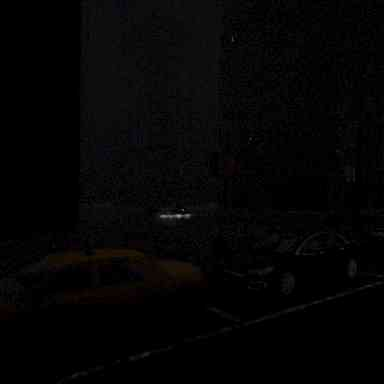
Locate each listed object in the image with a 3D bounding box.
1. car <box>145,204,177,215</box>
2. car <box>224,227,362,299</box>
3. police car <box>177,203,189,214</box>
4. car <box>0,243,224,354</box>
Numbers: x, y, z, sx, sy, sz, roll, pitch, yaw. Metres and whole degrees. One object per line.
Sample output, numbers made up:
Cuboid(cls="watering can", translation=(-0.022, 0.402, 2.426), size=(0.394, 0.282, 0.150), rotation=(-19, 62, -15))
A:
Cuboid(cls="car", translation=(-4.759, 2.538, 47.501), size=(2.033, 1.411, 5.357), rotation=(1, -1, -36))
Cuboid(cls="car", translation=(2.679, 1.619, 8.564), size=(4.403, 1.369, 2.008), rotation=(1, 0, -36))
Cuboid(cls="police car", translation=(-2.349, 2.530, 49.850), size=(2.038, 1.542, 4.974), rotation=(1, -1, -36))
Cuboid(cls="car", translation=(-1.946, 1.538, 5.262), size=(4.829, 1.417, 1.752), rotation=(1, 0, -36))
